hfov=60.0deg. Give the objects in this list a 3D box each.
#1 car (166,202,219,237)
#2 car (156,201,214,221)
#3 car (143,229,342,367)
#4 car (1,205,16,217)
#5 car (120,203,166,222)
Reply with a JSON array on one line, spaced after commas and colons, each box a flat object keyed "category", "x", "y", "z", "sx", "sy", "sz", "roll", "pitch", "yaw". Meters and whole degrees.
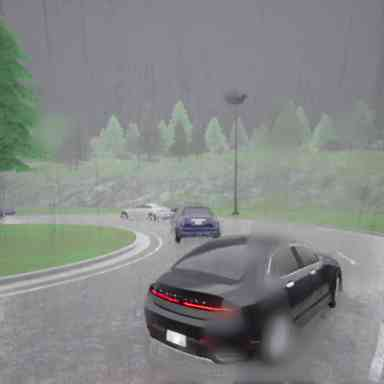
[{"category": "car", "x": 0.005, "y": 1.446, "z": 17.235, "sx": 2.097, "sy": 1.767, "sz": 4.553, "roll": 0, "pitch": 0, "yaw": -8}, {"category": "car", "x": -0.674, "y": 1.654, "z": 29.830, "sx": 4.902, "sy": 1.511, "sz": 2.128, "roll": 0, "pitch": 0, "yaw": 37}, {"category": "car", "x": 1.276, "y": 1.539, "z": 6.010, "sx": 1.837, "sy": 1.490, "sz": 4.892, "roll": 1, "pitch": 1, "yaw": 37}, {"category": "car", "x": -19.403, "y": 1.721, "z": 30.868, "sx": 5.357, "sy": 1.411, "sz": 2.033, "roll": 0, "pitch": 0, "yaw": -24}, {"category": "car", "x": -3.890, "y": 1.678, "z": 27.986, "sx": 4.674, "sy": 1.442, "sz": 1.812, "roll": 0, "pitch": -1, "yaw": 30}]
